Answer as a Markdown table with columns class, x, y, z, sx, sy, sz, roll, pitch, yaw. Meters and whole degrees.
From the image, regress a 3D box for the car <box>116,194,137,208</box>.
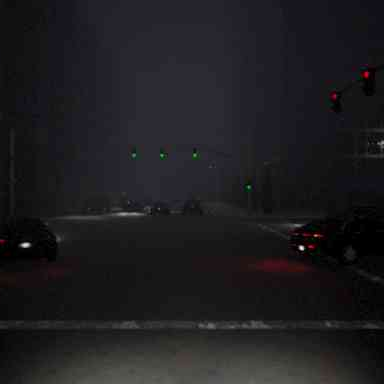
| class | x | y | z | sx | sy | sz | roll | pitch | yaw |
| --- | --- | --- | --- | --- | --- | --- | --- | --- | --- |
| car | -10.578 | 1.571 | 52.697 | 2.097 | 1.767 | 4.553 | 0 | 0 | 0 |

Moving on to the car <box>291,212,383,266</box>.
| class | x | y | z | sx | sy | sz | roll | pitch | yaw |
| --- | --- | --- | --- | --- | --- | --- | --- | --- | --- |
| car | 5.815 | 1.555 | 11.547 | 4.892 | 1.490 | 1.837 | 0 | -4 | -20 |

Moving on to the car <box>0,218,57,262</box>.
| class | x | y | z | sx | sy | sz | roll | pitch | yaw |
| --- | --- | --- | --- | --- | --- | --- | --- | --- | --- |
| car | -6.122 | 1.614 | 11.957 | 1.994 | 1.385 | 4.181 | 0 | 0 | -30 |

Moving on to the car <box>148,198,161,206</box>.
| class | x | y | z | sx | sy | sz | roll | pitch | yaw |
| --- | --- | --- | --- | --- | --- | --- | --- | --- | --- |
| car | -7.048 | 1.865 | 63.291 | 1.895 | 1.301 | 4.718 | 0 | 0 | 0 |

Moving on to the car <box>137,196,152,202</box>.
| class | x | y | z | sx | sy | sz | roll | pitch | yaw |
| --- | --- | --- | --- | --- | --- | --- | --- | --- | --- |
| car | -7.071 | 1.729 | 53.067 | 1.837 | 1.490 | 4.892 | 0 | -1 | 0 |

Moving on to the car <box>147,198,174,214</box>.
| class | x | y | z | sx | sy | sz | roll | pitch | yaw |
| --- | --- | --- | --- | --- | --- | --- | --- | --- | --- |
| car | -3.418 | 1.718 | 36.792 | 1.994 | 1.385 | 4.181 | 0 | 0 | 0 |

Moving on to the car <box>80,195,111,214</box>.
| class | x | y | z | sx | sy | sz | roll | pitch | yaw |
| --- | --- | --- | --- | --- | --- | --- | --- | --- | --- |
| car | -10.599 | 1.377 | 37.135 | 2.150 | 2.045 | 5.566 | 0 | 0 | 0 |

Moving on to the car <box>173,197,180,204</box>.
| class | x | y | z | sx | sy | sz | roll | pitch | yaw |
| --- | --- | --- | --- | --- | --- | --- | --- | --- | --- |
| car | -3.535 | 1.853 | 71.769 | 1.994 | 1.385 | 4.181 | 0 | 0 | 0 |

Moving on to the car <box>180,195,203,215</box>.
| class | x | y | z | sx | sy | sz | roll | pitch | yaw |
| --- | --- | --- | --- | --- | --- | --- | --- | --- | --- |
| car | 0.083 | 1.504 | 36.151 | 2.097 | 1.767 | 4.553 | 0 | 0 | 0 |

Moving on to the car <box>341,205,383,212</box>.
| class | x | y | z | sx | sy | sz | roll | pitch | yaw |
| --- | --- | --- | --- | --- | --- | --- | --- | --- | --- |
| car | 11.464 | 1.622 | 22.554 | 4.674 | 1.442 | 1.812 | 0 | 0 | -1 |

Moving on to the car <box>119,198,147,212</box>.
| class | x | y | z | sx | sy | sz | roll | pitch | yaw |
| --- | --- | --- | --- | --- | --- | --- | --- | --- | --- |
| car | -7.095 | 1.732 | 40.228 | 1.994 | 1.385 | 4.181 | 0 | 0 | 0 |
